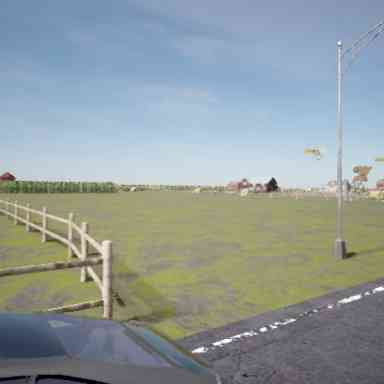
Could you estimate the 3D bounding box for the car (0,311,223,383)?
[{"bbox_3d":[-1.719,1.563,1.844,4.181,1.385,1.994,0,0,-36],"label":"car"}]
